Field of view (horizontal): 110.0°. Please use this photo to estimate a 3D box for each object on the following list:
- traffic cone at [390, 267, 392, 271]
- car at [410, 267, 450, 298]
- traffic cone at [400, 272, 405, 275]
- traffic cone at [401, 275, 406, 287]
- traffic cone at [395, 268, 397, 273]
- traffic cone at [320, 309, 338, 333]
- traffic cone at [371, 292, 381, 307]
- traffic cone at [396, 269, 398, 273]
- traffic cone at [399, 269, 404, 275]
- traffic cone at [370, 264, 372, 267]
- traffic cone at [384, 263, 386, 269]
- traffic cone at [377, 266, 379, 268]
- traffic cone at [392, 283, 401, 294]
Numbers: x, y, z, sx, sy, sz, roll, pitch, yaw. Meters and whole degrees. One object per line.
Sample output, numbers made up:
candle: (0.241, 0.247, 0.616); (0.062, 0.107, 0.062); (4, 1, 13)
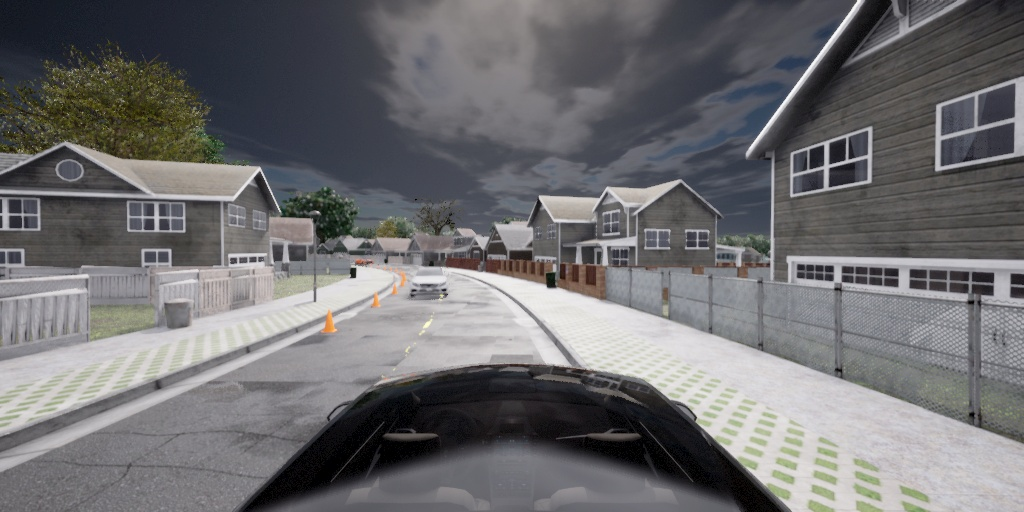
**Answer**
traffic cone: (-15.821, 1.653, 46.830); (0.340, 0.580, 0.340); (0, 0, -27)
car: (-4.361, 1.306, 19.176); (1.812, 1.442, 4.674); (0, 0, -11)
traffic cone: (-8.597, 1.743, 28.709); (0.340, 0.580, 0.340); (0, 0, -16)
traffic cone: (-7.331, 1.746, 23.992); (0.340, 0.580, 0.340); (0, 0, -14)
traffic cone: (-13.699, 1.687, 42.432); (0.340, 0.580, 0.340); (0, 0, -24)
traffic cone: (-4.869, 1.717, 9.558); (0.340, 0.580, 0.340); (0, 0, -6)
traffic cone: (-5.464, 1.729, 14.406); (0.340, 0.580, 0.340); (0, 0, -8)
traffic cone: (-11.785, 1.713, 37.939); (0.340, 0.580, 0.340); (0, 0, -22)
traffic cone: (-10.083, 1.732, 33.361); (0.340, 0.580, 0.340); (0, 0, -19)
traffic cone: (-23.386, 1.552, 59.365); (0.340, 0.580, 0.340); (0, 0, -35)
traffic cone: (-18.146, 1.618, 51.125); (0.340, 0.580, 0.340); (0, 0, -30)
traffic cone: (-20.669, 1.584, 55.306); (0.340, 0.580, 0.340); (0, 0, -32)
traffic cone: (-6.285, 1.741, 19.221); (0.340, 0.580, 0.340); (0, 0, -11)
